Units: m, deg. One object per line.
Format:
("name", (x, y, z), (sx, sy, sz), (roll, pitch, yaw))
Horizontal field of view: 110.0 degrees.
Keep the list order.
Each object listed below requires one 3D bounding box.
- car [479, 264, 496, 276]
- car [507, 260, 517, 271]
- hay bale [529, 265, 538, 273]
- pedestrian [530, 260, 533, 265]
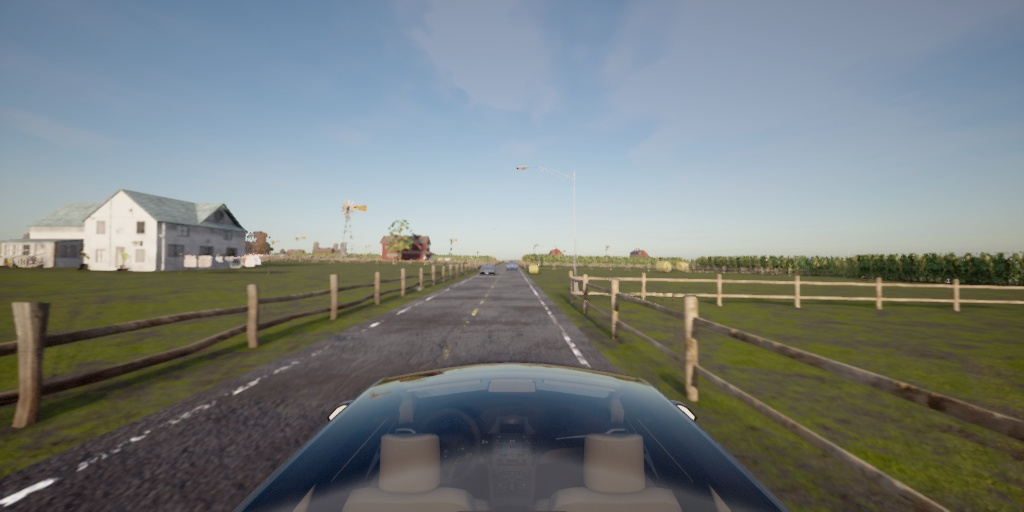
("car", (-2.847, 1.622, 43.341), (2.033, 1.411, 5.357), (0, 0, 0))
("car", (0.010, 1.767, 61.047), (2.033, 1.411, 5.357), (0, 0, 0))
("hay bale", (3.122, 1.796, 51.484), (1.220, 1.180, 1.240), (0, 0, 0))
("pedestrian", (2.822, 1.466, 52.605), (0.375, 1.860, 0.375), (1, -1, -2))
